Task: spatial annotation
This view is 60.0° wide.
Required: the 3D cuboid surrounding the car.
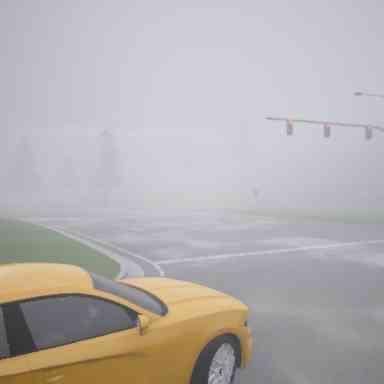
[{"bbox_3d":[-1.544,1.486,3.284,5.008,1.535,1.882,0,0,-37],"label":"car"}]
